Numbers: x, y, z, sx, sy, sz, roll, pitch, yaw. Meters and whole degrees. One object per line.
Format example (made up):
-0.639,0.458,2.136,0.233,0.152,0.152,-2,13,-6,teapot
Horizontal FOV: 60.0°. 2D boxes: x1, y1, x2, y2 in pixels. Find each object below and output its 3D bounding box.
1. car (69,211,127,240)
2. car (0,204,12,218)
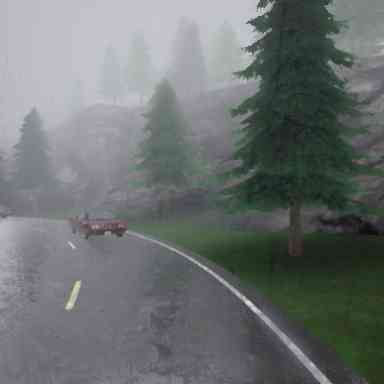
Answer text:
-5.072,1.628,17.408,1.895,1.301,4.718,0,0,-31,car
-18.318,1.673,29.814,5.357,1.411,2.033,0,0,33,car
